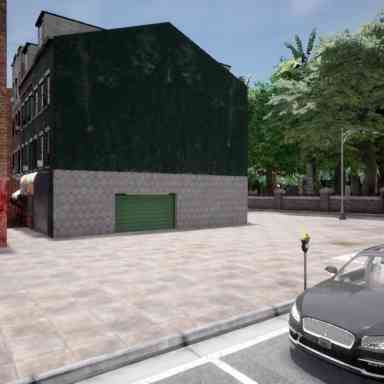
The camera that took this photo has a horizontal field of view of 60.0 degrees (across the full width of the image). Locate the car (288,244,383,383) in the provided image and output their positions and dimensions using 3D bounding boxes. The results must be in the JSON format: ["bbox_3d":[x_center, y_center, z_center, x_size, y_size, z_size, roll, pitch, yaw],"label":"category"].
[{"bbox_3d":[3.344,1.551,5.196,4.403,1.369,2.008,0,0,-35],"label":"car"}]
